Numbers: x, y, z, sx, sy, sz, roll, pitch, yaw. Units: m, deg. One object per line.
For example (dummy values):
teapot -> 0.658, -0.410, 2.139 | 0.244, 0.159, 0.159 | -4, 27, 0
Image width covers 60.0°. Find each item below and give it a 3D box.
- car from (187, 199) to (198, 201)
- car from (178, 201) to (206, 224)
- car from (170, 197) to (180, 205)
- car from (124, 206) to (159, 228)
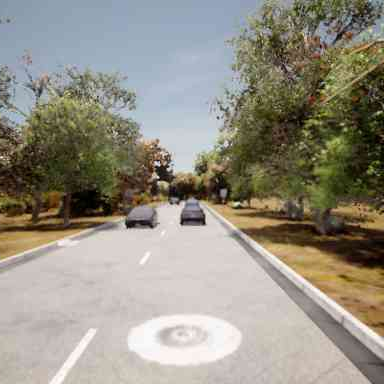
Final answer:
car -> 0.048, 1.695, 42.857 | 1.882, 1.535, 5.008 | 0, 0, 0
car -> 0.070, 1.705, 26.388 | 1.994, 1.385, 4.181 | 0, 0, 0
car -> -3.343, 1.802, 65.302 | 2.128, 1.511, 4.902 | 0, 0, 0
car -> -3.377, 1.676, 23.347 | 2.033, 1.411, 5.357 | 0, 0, 0
